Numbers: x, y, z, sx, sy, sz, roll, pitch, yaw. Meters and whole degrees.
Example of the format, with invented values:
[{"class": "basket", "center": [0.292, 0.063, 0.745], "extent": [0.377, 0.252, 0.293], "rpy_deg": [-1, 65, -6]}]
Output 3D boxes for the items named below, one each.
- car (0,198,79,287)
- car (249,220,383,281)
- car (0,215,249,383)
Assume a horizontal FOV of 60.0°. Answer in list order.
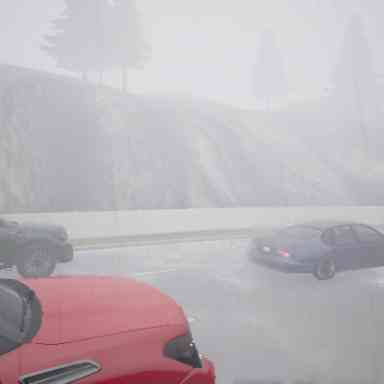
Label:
[{"class": "car", "center": [-5.915, 1.220, 8.197], "extent": [5.566, 2.045, 2.150], "rpy_deg": [0, 0, -35]}, {"class": "car", "center": [4.239, 1.544, 9.683], "extent": [5.357, 1.411, 2.033], "rpy_deg": [0, 0, -24]}, {"class": "car", "center": [-2.455, 1.222, 1.880], "extent": [5.566, 2.045, 2.150], "rpy_deg": [0, 0, -36]}]
